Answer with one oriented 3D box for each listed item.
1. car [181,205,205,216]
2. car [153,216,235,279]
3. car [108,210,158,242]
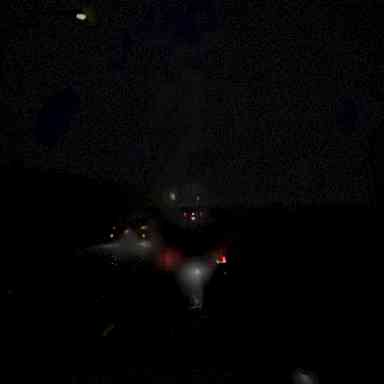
[{"bbox_3d":[0.094,1.745,27.684,1.895,1.301,4.718,0,-1,0],"label":"car"},{"bbox_3d":[0.101,1.638,10.150,1.895,1.301,4.718,0,0,0],"label":"car"},{"bbox_3d":[-2.850,1.629,16.725,1.994,1.385,4.181,0,0,0],"label":"car"}]
